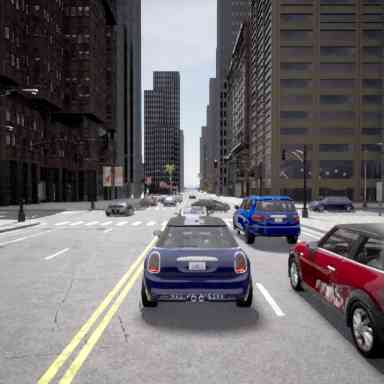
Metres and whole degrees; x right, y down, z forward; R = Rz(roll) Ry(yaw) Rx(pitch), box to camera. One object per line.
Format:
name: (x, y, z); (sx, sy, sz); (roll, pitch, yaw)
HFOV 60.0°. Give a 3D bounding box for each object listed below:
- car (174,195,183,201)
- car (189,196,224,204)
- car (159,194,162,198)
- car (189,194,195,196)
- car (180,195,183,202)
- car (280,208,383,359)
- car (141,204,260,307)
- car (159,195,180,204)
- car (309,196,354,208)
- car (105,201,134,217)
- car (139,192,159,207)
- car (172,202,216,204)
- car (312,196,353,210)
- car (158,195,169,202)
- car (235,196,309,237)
car: (-3.267, 1.509, 79.711); (1.994, 1.385, 4.181); (0, 0, 0)
car: (1.974, 1.494, 36.663); (4.674, 1.442, 1.812); (0, 1, 39)
car: (-6.548, 1.453, 65.937); (2.128, 1.511, 4.902); (0, 0, 1)
car: (-0.020, 1.458, 92.264); (1.837, 1.490, 4.892); (0, 0, 0)
car: (-3.268, 1.560, 69.084); (1.895, 1.301, 4.718); (0, 0, 0)
car: (3.344, 1.349, 6.152); (2.097, 1.767, 4.553); (0, 0, 0)
car: (0.094, 1.348, 8.111); (2.097, 1.767, 4.553); (0, 0, 0)
car: (-3.358, 1.513, 50.745); (2.033, 1.411, 5.357); (0, 0, 0)
car: (15.345, 1.278, 36.907); (4.553, 1.767, 2.097); (0, 1, -1)
car: (-6.606, 1.542, 30.698); (1.994, 1.385, 4.181); (0, 0, 0)
car: (-6.620, 1.318, 50.377); (2.097, 1.767, 4.553); (0, 0, 0)
car: (0.089, 1.480, 17.048); (2.128, 1.511, 4.902); (0, 0, 0)
car: (16.670, 1.324, 39.608); (4.097, 1.590, 1.967); (0, 1, 0)
car: (-6.517, 1.483, 76.728); (2.128, 1.511, 4.902); (0, 0, 0)
car: (3.349, 1.211, 15.863); (2.150, 2.045, 5.566); (0, 0, -2)
